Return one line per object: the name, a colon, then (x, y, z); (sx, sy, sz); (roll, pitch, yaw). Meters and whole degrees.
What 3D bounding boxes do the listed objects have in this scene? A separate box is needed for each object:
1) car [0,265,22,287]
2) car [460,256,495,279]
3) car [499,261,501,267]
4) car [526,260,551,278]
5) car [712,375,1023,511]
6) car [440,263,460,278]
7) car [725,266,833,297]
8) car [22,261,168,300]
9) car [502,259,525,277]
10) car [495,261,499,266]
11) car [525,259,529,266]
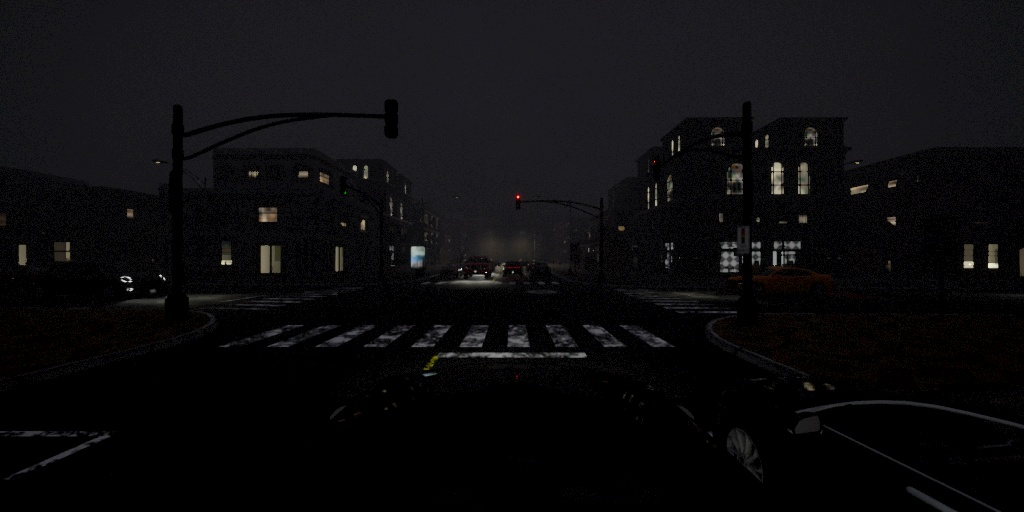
car: (-30.824, 1.228, 22.455); (4.207, 1.307, 1.802); (0, 0, 1)
car: (-3.118, 0.974, 33.533); (2.150, 2.045, 5.566); (0, 0, 1)
car: (-3.060, 1.324, 63.972); (1.994, 1.385, 4.181); (0, 0, 0)
car: (2.684, 1.318, 33.984); (1.948, 1.339, 4.313); (0, 0, 0)
car: (2.691, 1.300, 1.594); (2.007, 1.370, 4.403); (0, 0, 0)
car: (-5.696, 1.335, 33.995); (1.802, 1.307, 4.207); (0, 0, 0)
car: (14.160, 1.311, 19.189); (5.008, 1.535, 1.882); (0, 0, 1)
car: (-18.715, 1.019, 16.486); (4.553, 1.767, 2.097); (0, 0, 1)
car: (0.094, 1.258, 36.180); (1.837, 1.490, 4.892); (0, 0, 0)
car: (-3.098, 1.246, 44.862); (2.128, 1.511, 4.902); (0, 0, 1)
car: (2.682, 1.336, 45.026); (1.802, 1.307, 4.207); (0, 0, 0)
